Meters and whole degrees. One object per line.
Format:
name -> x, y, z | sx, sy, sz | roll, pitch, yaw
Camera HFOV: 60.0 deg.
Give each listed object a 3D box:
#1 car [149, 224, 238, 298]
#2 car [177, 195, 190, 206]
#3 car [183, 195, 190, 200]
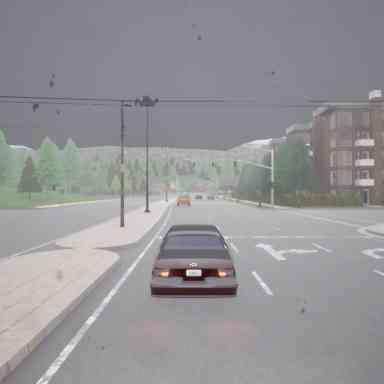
car -> 0.041, 1.547, 8.684 | 2.033, 1.411, 5.357 | 0, 0, 0
car -> -1.369, 1.350, 54.428 | 2.097, 1.767, 4.553 | 0, 0, -1
car -> -1.566, 1.521, 95.431 | 1.812, 1.442, 4.674 | 0, 0, 0
